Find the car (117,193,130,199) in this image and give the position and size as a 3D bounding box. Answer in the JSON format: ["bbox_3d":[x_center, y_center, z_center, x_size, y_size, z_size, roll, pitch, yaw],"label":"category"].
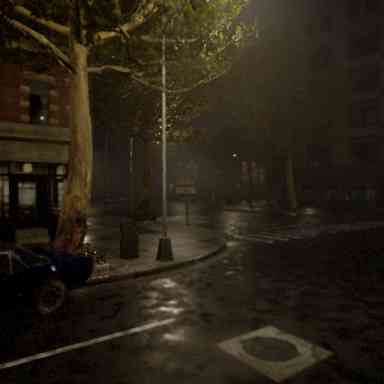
[{"bbox_3d":[-16.973,1.044,85.638,4.674,1.452,2.002,-1,0,-36],"label":"car"}]

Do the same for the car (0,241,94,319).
[{"bbox_3d":[-4.030,1.560,5.368,1.895,1.301,4.718,2,3,33],"label":"car"}]
